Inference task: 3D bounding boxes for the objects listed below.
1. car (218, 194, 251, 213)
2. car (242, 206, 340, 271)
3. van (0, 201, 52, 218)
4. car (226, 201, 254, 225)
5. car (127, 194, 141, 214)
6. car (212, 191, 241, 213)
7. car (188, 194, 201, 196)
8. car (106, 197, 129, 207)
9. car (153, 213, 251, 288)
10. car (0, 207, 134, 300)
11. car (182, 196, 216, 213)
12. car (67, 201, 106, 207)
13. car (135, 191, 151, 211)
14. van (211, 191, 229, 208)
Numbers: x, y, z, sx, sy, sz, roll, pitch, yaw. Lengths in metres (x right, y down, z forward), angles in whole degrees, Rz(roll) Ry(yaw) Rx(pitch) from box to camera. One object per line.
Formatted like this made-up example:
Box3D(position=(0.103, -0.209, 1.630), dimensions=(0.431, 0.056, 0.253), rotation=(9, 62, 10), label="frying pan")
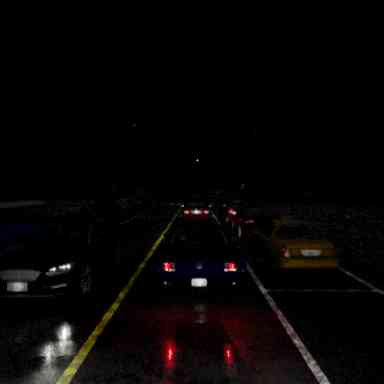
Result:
Box3D(position=(2.941, 1.132, 20.895), dimensions=(1.967, 1.590, 4.097), rotation=(0, 1, 1), label="car")
Box3D(position=(2.843, 1.374, 10.192), dimensions=(1.752, 1.417, 4.829), rotation=(0, 1, 1), label="car")
Box3D(position=(-5.683, 1.184, 10.098), dimensions=(1.690, 1.788, 3.998), rotation=(0, 1, 1), label="van")
Box3D(position=(2.891, 1.316, 15.460), dimensions=(1.887, 1.381, 4.507), rotation=(0, 1, 1), label="car")
Box3D(position=(-5.536, 1.131, 26.241), dimensions=(1.752, 1.417, 4.829), rotation=(0, 1, 1), label="car")
Box3D(position=(2.990, 0.928, 26.330), dimensions=(2.192, 1.841, 5.009), rotation=(0, 1, 1), label="car")
Box3D(position=(0.311, 0.955, 35.483), dimensions=(1.882, 1.535, 5.008), rotation=(0, 1, 1), label="car")
Box3D(position=(-5.584, 1.249, 20.974), dimensions=(1.947, 1.339, 4.313), rotation=(0, 1, 1), label="car")
Box3D(position=(0.169, 1.468, 8.795), dimensions=(1.895, 1.301, 4.718), rotation=(0, 1, 0), label="car")
Box3D(position=(-3.036, 1.363, 8.282), dimensions=(2.128, 1.511, 4.902), rotation=(0, 1, 1), label="car")
Box3D(position=(0.291, 1.214, 22.384), dimensions=(2.033, 1.411, 5.357), rotation=(0, 1, 1), label="car")
Box3D(position=(-5.635, 1.290, 15.368), dimensions=(1.752, 1.417, 4.829), rotation=(0, 1, 1), label="car")
Box3D(position=(-5.485, 0.965, 31.846), dimensions=(1.967, 1.590, 4.097), rotation=(0, 1, 1), label="car")
Box3D(position=(3.090, 0.796, 37.204), dimensions=(1.690, 1.788, 3.998), rotation=(0, 1, 1), label="van")
